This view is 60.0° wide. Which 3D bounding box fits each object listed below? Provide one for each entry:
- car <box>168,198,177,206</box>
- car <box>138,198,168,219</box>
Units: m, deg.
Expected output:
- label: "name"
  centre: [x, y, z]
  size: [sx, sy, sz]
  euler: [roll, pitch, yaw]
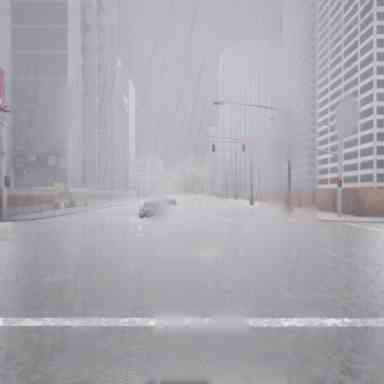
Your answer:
- label: "car"
  centre: [-3.418, 1.582, 53.314]
  size: [1.895, 1.301, 4.718]
  euler: [0, 0, 0]
- label: "car"
  centre: [-3.455, 1.539, 28.941]
  size: [1.837, 1.490, 4.892]
  euler: [0, 0, 0]
